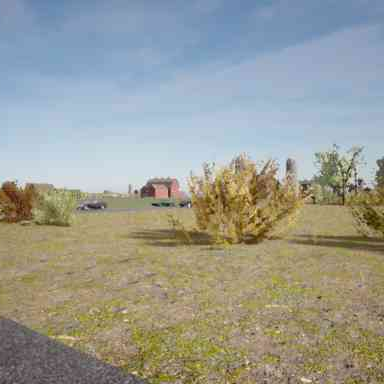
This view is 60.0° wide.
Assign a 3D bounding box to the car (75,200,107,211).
[{"bbox_3d":[-14.402,1.884,47.628,2.128,1.511,4.902,-1,-1,36],"label":"car"}]

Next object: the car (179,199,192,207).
[{"bbox_3d":[-0.359,2.044,60.834,1.837,1.490,4.892,-1,-1,36],"label":"car"}]

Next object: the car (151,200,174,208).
[{"bbox_3d":[-5.341,2.162,60.098,1.895,1.301,4.718,-1,-1,36],"label":"car"}]
